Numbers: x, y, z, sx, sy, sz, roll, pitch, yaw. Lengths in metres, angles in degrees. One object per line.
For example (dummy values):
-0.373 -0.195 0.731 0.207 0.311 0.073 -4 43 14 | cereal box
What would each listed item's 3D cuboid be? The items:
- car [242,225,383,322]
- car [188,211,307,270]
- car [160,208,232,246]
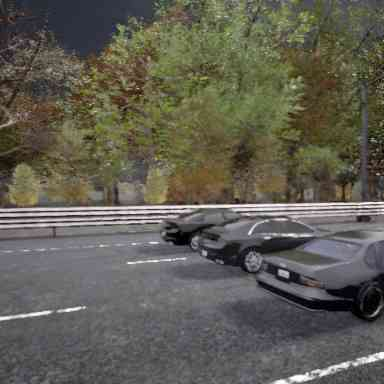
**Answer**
3.960 1.537 7.049 5.357 1.411 2.033 0 0 -23 | car
2.564 1.469 10.254 4.892 1.490 1.837 0 0 -23 | car
1.189 1.412 13.473 5.008 1.535 1.882 0 0 -23 | car
